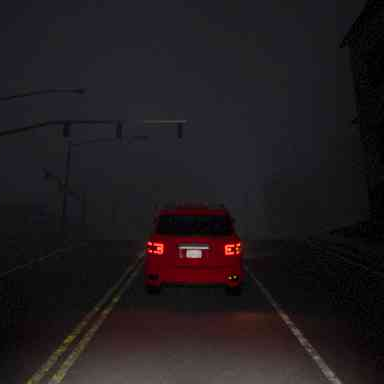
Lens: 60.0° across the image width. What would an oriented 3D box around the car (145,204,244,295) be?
[{"bbox_3d":[0.069,1.346,9.221,2.150,2.045,5.566,1,-1,1],"label":"car"}]
